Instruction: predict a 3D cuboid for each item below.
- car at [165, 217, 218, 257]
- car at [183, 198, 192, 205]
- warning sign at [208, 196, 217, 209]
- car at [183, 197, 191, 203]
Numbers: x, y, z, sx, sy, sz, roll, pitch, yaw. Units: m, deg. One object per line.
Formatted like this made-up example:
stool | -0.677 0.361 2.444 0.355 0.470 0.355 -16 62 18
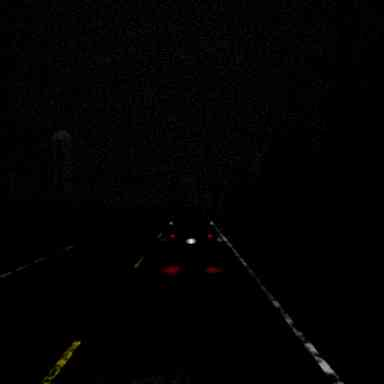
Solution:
car | -0.020 1.700 13.593 1.994 1.385 4.181 0 0 0
car | -1.022 2.296 78.074 1.837 1.490 4.892 0 -1 -1
warning sign | 3.120 1.632 50.993 1.300 1.860 1.060 1 0 -1
car | -1.312 2.221 88.497 1.882 1.535 5.008 0 -1 -2
